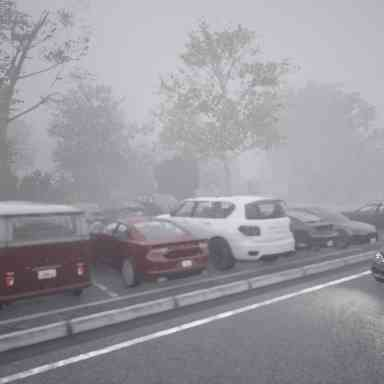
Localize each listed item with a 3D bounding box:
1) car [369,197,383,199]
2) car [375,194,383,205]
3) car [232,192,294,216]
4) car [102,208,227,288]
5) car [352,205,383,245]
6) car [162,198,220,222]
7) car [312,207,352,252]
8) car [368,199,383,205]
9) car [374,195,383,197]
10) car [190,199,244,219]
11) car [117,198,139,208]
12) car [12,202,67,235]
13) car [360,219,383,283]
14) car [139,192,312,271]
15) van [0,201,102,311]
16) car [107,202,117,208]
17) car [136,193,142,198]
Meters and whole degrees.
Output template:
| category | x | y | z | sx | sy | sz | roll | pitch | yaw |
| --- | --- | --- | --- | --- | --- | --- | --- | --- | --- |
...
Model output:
| category | x | y | z | sx | sy | sz | roll | pitch | yaw |
| --- | --- | --- | --- | --- | --- | --- | --- | --- | --- |
| car | 12.017 | 1.293 | 19.291 | 1.946 | 1.575 | 5.366 | 0 | 0 | -36 |
| car | 29.363 | 1.116 | 47.346 | 1.946 | 1.575 | 5.366 | 0 | 0 | -36 |
| car | 6.507 | 1.032 | 31.169 | 2.435 | 2.045 | 5.566 | 0 | 0 | -36 |
| car | -1.543 | 1.429 | 9.344 | 2.097 | 1.535 | 5.008 | -1 | 0 | -36 |
| car | 5.307 | 1.385 | 14.221 | 2.163 | 1.488 | 4.792 | -1 | 0 | -36 |
| car | -0.197 | 1.337 | 26.397 | 2.097 | 1.535 | 5.008 | -1 | 0 | -36 |
| car | 3.018 | 1.380 | 12.612 | 2.231 | 1.521 | 4.892 | -1 | 0 | -36 |
| car | 9.852 | 1.314 | 17.505 | 2.097 | 1.535 | 5.008 | 0 | 0 | -36 |
| car | 26.994 | 1.137 | 45.884 | 2.231 | 1.521 | 4.892 | 0 | 0 | -36 |
| car | 1.965 | 1.357 | 27.948 | 2.002 | 1.452 | 4.674 | -1 | 0 | -36 |
| car | -4.744 | 1.411 | 23.182 | 2.163 | 1.488 | 4.792 | -1 | 0 | -36 |
| car | -9.253 | 1.431 | 19.911 | 2.097 | 1.535 | 5.008 | -1 | 0 | -36 |
| car | 6.303 | 1.437 | 8.188 | 4.674 | 1.442 | 1.812 | -1 | 0 | -36 |
| car | 0.715 | 1.153 | 11.003 | 2.435 | 2.045 | 5.566 | -1 | 0 | -36 |
| van | -3.895 | 1.229 | 7.810 | 1.878 | 1.987 | 4.442 | -1 | 0 | -36 |
| car | -6.975 | 1.436 | 21.513 | 2.163 | 1.488 | 4.792 | -1 | 0 | -36 |
| car | -2.450 | 1.106 | 24.755 | 2.435 | 2.045 | 5.566 | -1 | 0 | -36 |
